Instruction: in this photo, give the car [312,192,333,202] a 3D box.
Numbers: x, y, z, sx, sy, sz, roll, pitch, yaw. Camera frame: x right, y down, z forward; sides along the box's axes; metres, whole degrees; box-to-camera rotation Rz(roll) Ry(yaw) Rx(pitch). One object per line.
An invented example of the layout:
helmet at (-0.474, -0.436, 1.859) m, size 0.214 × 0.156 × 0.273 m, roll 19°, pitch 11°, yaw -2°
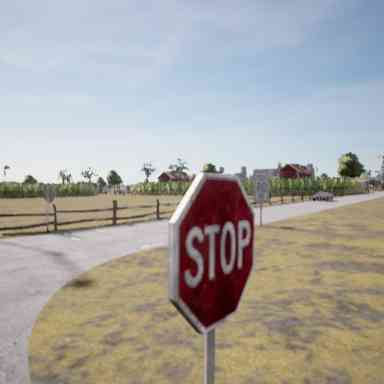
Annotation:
car at (18.477, 0.619, 46.848) m, size 1.994 × 1.385 × 4.181 m, roll 1°, pitch 1°, yaw 36°
